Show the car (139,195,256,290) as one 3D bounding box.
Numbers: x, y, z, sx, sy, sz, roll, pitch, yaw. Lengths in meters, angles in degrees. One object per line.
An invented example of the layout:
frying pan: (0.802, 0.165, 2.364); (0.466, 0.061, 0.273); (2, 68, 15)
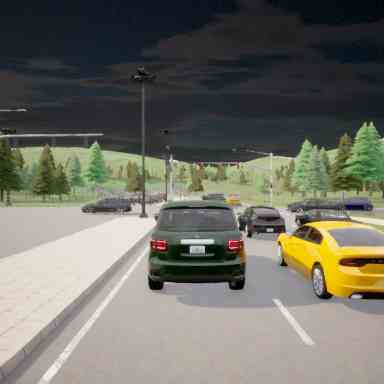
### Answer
car: (0.091, 1.221, 9.212); (2.150, 2.045, 5.566); (0, 0, 0)

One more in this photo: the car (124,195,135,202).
car: (-15.105, 1.478, 80.675); (1.882, 1.535, 5.008); (0, 0, 0)

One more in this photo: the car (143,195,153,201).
car: (-11.613, 1.552, 88.158); (1.994, 1.385, 4.181); (0, 0, 0)

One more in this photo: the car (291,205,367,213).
car: (7.080, 1.601, 17.864); (1.895, 1.301, 4.718); (0, 0, 0)

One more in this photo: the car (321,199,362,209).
car: (20.088, 1.601, 44.905); (4.718, 1.301, 1.895); (0, 0, 1)

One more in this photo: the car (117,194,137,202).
car: (-11.687, 1.526, 60.189); (1.812, 1.442, 4.674); (0, 0, 1)

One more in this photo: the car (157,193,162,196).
car: (-8.090, 1.355, 69.618); (2.097, 1.767, 4.553); (0, 0, 0)

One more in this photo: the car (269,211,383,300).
car: (3.589, 1.478, 8.466); (1.882, 1.535, 5.008); (0, 0, 0)

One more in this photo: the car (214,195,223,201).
car: (6.888, 1.540, 87.470); (2.033, 1.411, 5.357); (0, 0, 0)

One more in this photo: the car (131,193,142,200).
car: (-15.106, 1.224, 91.217); (2.150, 2.045, 5.566); (0, 0, 0)

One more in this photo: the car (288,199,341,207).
car: (12.264, 1.507, 34.366); (4.892, 1.490, 1.837); (1, 0, -1)

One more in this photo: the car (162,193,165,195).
car: (-8.102, 1.552, 78.126); (1.994, 1.385, 4.181); (0, 0, 0)

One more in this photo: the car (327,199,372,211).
car: (19.599, 1.601, 41.410); (4.718, 1.301, 1.895); (0, 0, 1)

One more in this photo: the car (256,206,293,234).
car: (3.580, 1.505, 17.691); (1.837, 1.490, 4.892); (0, 0, 0)

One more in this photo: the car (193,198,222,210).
car: (2.068, 1.564, 44.348); (1.994, 1.385, 4.181); (0, 0, -28)

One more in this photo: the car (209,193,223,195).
car: (3.432, 1.221, 49.782); (2.150, 2.045, 5.566); (-1, 0, -8)

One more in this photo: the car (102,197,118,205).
car: (-15.132, 1.564, 61.615); (1.994, 1.385, 4.181); (0, 0, 0)

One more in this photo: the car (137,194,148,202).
car: (-11.602, 1.355, 78.146); (2.097, 1.767, 4.553); (0, 0, 0)

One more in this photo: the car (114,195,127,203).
car: (-15.091, 1.500, 70.287); (1.837, 1.490, 4.892); (0, 0, 0)

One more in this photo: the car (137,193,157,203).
car: (-8.142, 1.491, 60.537); (2.128, 1.511, 4.902); (0, 0, 0)

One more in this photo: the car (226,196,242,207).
car: (6.726, 1.477, 53.415); (1.882, 1.535, 5.008); (-1, 0, 0)

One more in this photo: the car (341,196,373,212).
car: (18.015, 1.351, 37.927); (4.553, 1.767, 2.097); (0, 0, 1)

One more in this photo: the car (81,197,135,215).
car: (-8.548, 1.505, 33.366); (4.892, 1.490, 1.837); (0, 0, -3)

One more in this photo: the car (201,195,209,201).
car: (3.388, 1.500, 87.660); (1.837, 1.490, 4.892); (0, 0, 0)

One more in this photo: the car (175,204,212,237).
car: (0.079, 1.505, 19.069); (1.837, 1.490, 4.892); (0, 0, 0)
